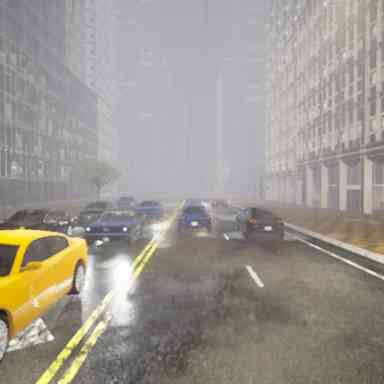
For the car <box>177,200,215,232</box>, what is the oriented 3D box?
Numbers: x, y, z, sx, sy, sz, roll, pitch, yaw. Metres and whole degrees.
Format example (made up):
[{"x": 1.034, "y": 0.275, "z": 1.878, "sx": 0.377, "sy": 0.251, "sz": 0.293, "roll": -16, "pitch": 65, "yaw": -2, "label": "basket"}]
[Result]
[{"x": 0.123, "y": 1.415, "z": 18.940, "sx": 1.812, "sy": 1.442, "sz": 4.674, "roll": 0, "pitch": 0, "yaw": 0, "label": "car"}]

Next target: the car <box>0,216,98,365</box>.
[{"x": -3.339, "y": 1.450, "z": 5.726, "sx": 1.882, "sy": 1.535, "sz": 5.008, "roll": 0, "pitch": 0, "yaw": 0, "label": "car"}]

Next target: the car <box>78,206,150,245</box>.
[{"x": -3.311, "y": 1.517, "z": 15.105, "sx": 1.895, "sy": 1.301, "sz": 4.718, "roll": 0, "pitch": 0, "yaw": 0, "label": "car"}]

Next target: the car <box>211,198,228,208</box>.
[{"x": 3.349, "y": 1.345, "z": 41.941, "sx": 1.895, "sy": 1.301, "sz": 4.718, "roll": 0, "pitch": 0, "yaw": 1, "label": "car"}]

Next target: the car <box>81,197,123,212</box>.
[{"x": -6.497, "y": 1.375, "z": 23.428, "sx": 1.837, "sy": 1.490, "sz": 4.892, "roll": 0, "pitch": 0, "yaw": 0, "label": "car"}]

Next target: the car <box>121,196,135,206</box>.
[{"x": -6.462, "y": 1.161, "z": 33.352, "sx": 2.097, "sy": 1.767, "sz": 4.553, "roll": 0, "pitch": 0, "yaw": 0, "label": "car"}]

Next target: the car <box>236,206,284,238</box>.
[{"x": 3.371, "y": 1.424, "z": 16.971, "sx": 1.812, "sy": 1.442, "sz": 4.674, "roll": 0, "pitch": 0, "yaw": 0, "label": "car"}]

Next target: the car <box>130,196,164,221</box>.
[{"x": -3.221, "y": 1.330, "z": 25.632, "sx": 1.882, "sy": 1.535, "sz": 5.008, "roll": 0, "pitch": 0, "yaw": 0, "label": "car"}]

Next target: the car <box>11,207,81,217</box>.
[{"x": -6.566, "y": 1.431, "z": 14.075, "sx": 1.837, "sy": 1.490, "sz": 4.892, "roll": 0, "pitch": 0, "yaw": 0, "label": "car"}]

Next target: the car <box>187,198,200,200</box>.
[{"x": 0.149, "y": 1.361, "z": 40.012, "sx": 1.895, "sy": 1.301, "sz": 4.718, "roll": 0, "pitch": 0, "yaw": 0, "label": "car"}]
